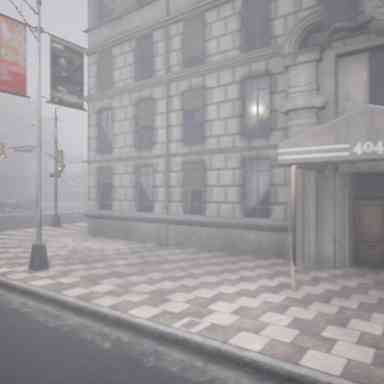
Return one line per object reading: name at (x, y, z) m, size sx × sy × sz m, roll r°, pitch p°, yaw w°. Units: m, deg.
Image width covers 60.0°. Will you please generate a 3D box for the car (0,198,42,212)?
car at (-20.375, 1.486, 39.246) m, size 1.882 × 1.535 × 5.008 m, roll 0°, pitch 0°, yaw 36°
